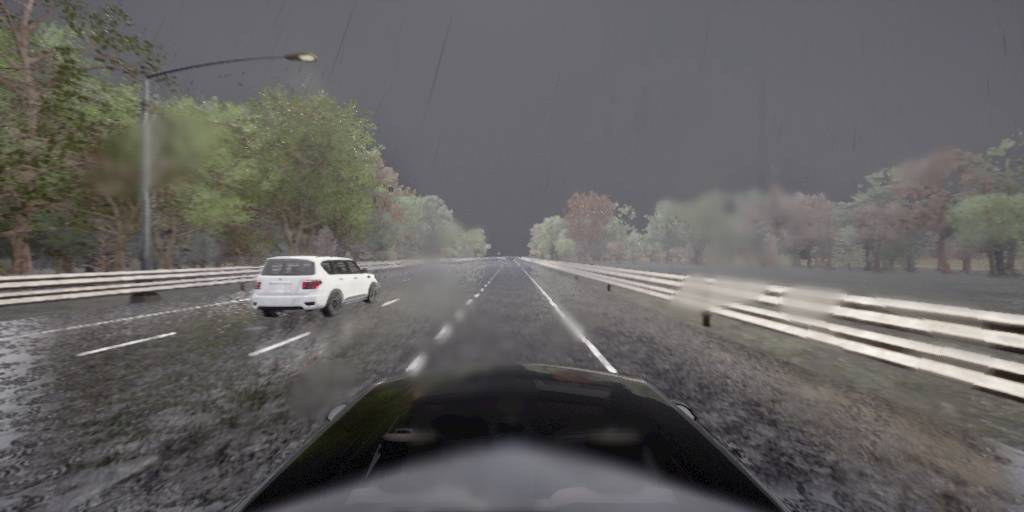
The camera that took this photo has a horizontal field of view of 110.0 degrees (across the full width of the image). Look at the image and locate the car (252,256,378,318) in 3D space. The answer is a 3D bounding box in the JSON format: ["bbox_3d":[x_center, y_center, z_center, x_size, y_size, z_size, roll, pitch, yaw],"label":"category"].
[{"bbox_3d":[-6.836,1.028,13.205,2.150,2.045,5.566,0,0,-1],"label":"car"}]
